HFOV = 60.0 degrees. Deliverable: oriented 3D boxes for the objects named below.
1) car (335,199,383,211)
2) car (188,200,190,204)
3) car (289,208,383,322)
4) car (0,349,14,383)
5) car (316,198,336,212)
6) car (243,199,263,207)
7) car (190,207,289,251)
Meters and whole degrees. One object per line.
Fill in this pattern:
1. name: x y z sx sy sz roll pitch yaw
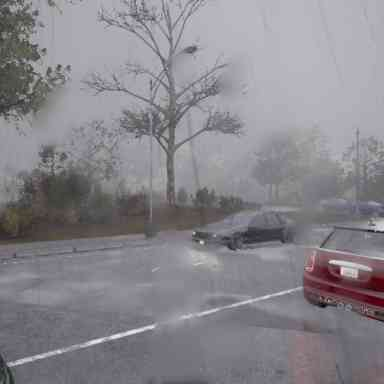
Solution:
1. car: 15.908 1.478 30.166 1.882 1.535 5.008 0 0 -22
2. car: -1.666 1.720 66.740 2.128 1.511 4.902 0 -1 -22
3. car: 4.358 1.352 6.724 4.553 1.767 2.097 0 0 -34
4. car: -3.697 1.221 1.075 5.566 2.045 2.150 0 0 -35
5. car: 16.339 1.506 37.392 1.837 1.490 4.892 0 0 -29
6. car: 7.708 1.639 46.149 1.895 1.301 4.718 0 0 -27
7. car: 2.561 1.547 14.288 5.357 1.411 2.033 0 0 -35
